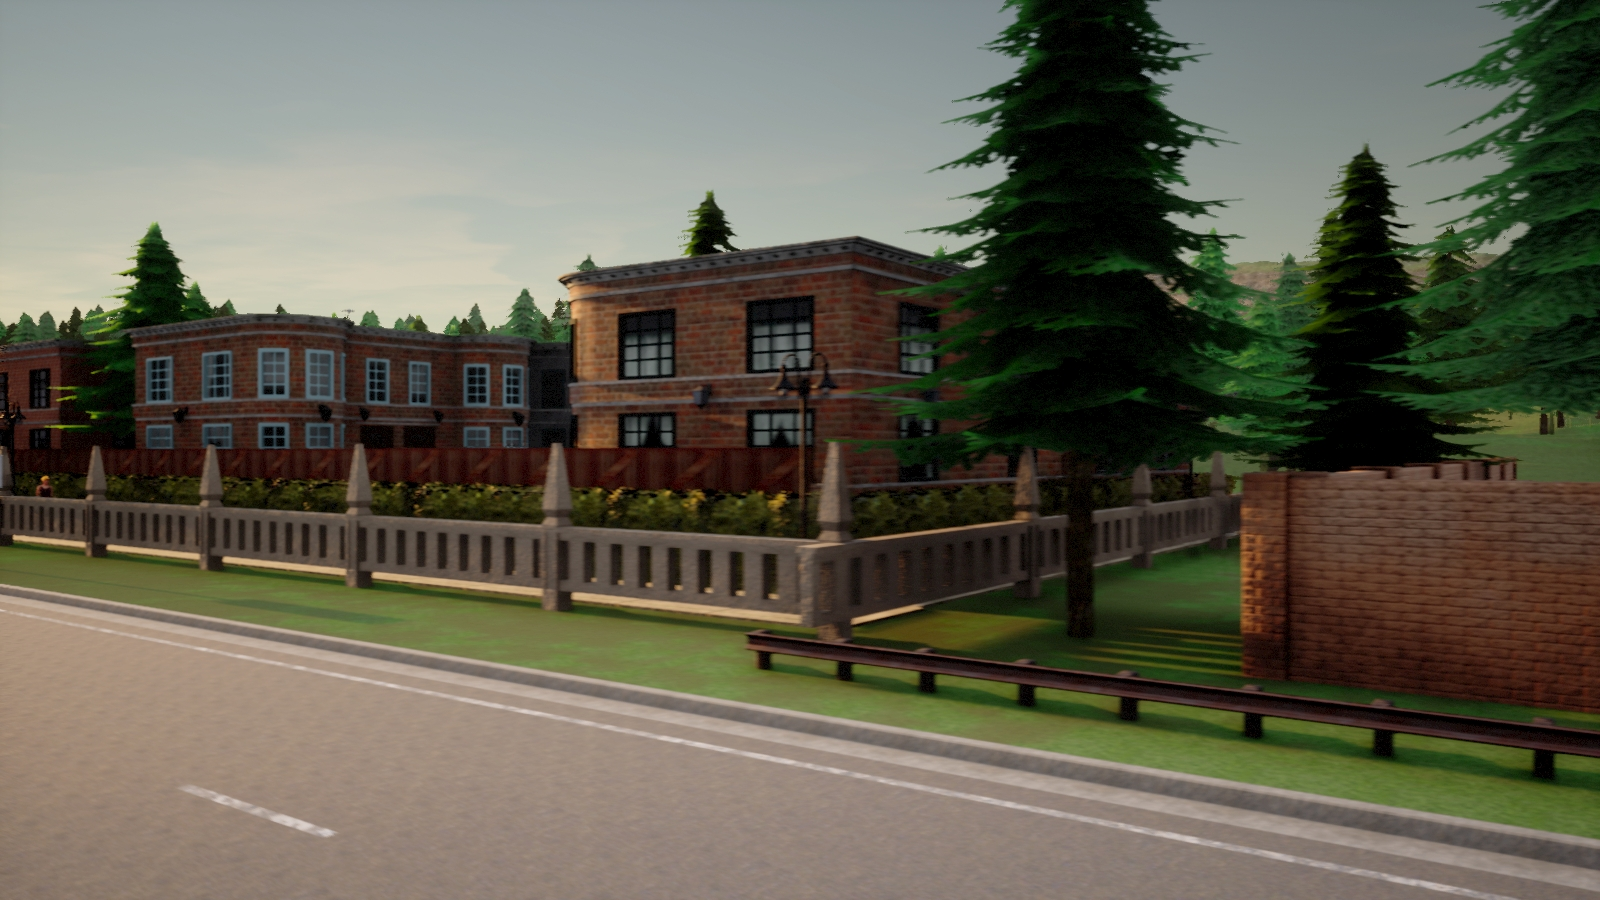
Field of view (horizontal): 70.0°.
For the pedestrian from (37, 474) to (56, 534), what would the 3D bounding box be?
[{"bbox_3d":[-23.981,1.714,36.363,0.375,1.860,0.375,0,0,35],"label":"pedestrian"}]
